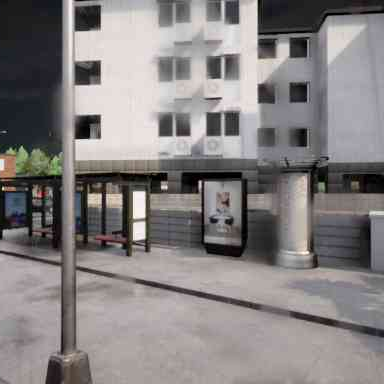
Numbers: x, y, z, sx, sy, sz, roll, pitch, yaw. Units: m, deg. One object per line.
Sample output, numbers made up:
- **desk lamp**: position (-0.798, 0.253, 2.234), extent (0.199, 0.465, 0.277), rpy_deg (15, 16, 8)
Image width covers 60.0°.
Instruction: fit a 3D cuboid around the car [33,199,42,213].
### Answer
- **car**: position (-16.120, 1.504, 34.078), extent (1.837, 1.490, 4.892), rpy_deg (0, 0, 35)
